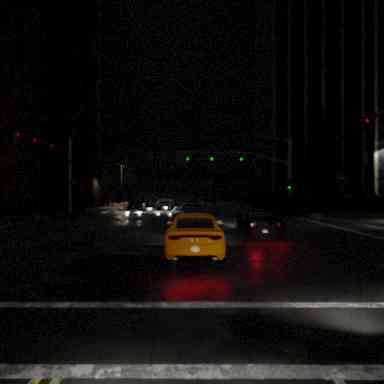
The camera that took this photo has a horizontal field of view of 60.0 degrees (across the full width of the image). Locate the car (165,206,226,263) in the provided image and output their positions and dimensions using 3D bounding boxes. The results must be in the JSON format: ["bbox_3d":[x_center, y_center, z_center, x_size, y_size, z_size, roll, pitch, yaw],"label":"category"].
[{"bbox_3d":[0.097,1.505,12.064,1.882,1.535,5.008,0,0,0],"label":"car"}]

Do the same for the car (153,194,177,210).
[{"bbox_3d":[-3.575,1.326,45.789,2.150,2.045,5.566,0,0,0],"label":"car"}]

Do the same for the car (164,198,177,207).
[{"bbox_3d":[-3.513,1.689,55.147,1.994,1.385,4.181,0,0,0],"label":"car"}]

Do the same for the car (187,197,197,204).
[{"bbox_3d":[-0.006,1.724,66.898,1.994,1.385,4.181,0,0,0],"label":"car"}]

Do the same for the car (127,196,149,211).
[{"bbox_3d":[-7.090,1.602,42.834,1.837,1.490,4.892,0,0,0],"label":"car"}]

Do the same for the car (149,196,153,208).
[{"bbox_3d":[-7.042,1.470,52.021,2.097,1.767,4.553,0,0,1],"label":"car"}]

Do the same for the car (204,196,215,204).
[{"bbox_3d":[3.494,1.650,66.358,1.837,1.490,4.892,0,0,0],"label":"car"}]

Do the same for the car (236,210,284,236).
[{"bbox_3d":[3.599,1.643,18.539,1.895,1.301,4.718,0,0,0],"label":"car"}]
